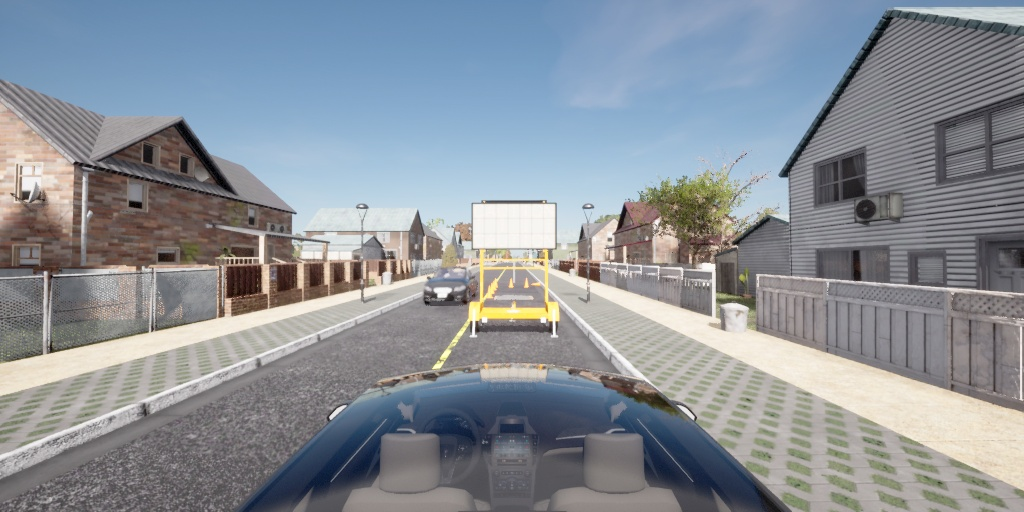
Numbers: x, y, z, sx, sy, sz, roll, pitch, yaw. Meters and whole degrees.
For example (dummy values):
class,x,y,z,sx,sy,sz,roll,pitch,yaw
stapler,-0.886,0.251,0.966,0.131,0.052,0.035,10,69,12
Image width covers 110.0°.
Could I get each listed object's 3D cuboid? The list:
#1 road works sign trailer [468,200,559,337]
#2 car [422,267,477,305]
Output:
class,x,y,z,sx,sy,sz,roll,pitch,yaw
road works sign trailer,0.060,0.220,10.255,2.380,3.560,2.880,0,0,1
car,-2.671,1.254,16.254,2.128,1.511,4.902,0,0,0
